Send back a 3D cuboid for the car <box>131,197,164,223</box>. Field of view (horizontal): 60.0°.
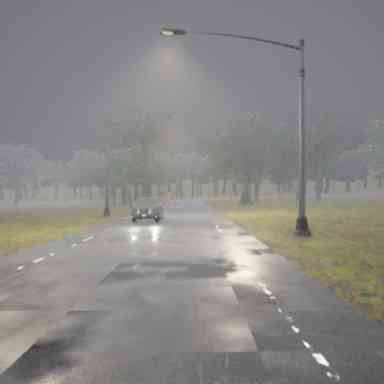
[{"bbox_3d":[-3.591,1.432,27.634,2.150,2.045,5.566,0,-1,0],"label":"car"}]

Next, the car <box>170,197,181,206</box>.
[{"bbox_3d":[-3.484,1.880,68.963,2.097,1.767,4.553,0,0,0],"label":"car"}]
